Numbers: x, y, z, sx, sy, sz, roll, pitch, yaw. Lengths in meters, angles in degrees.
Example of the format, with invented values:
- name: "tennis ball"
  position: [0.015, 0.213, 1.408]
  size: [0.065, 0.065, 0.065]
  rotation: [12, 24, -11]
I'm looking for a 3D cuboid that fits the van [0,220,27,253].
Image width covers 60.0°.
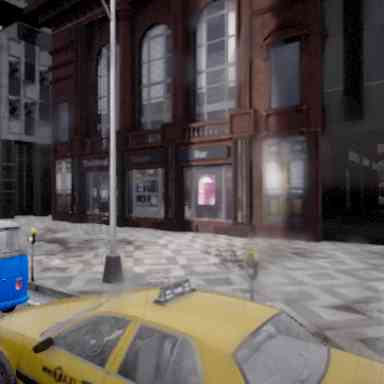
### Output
- name: "van"
  position: [-4.815, 1.372, 6.399]
  size: [3.998, 1.788, 1.690]
  rotation: [0, 0, 36]

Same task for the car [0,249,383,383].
- name: "car"
  position: [-0.366, 1.534, 3.223]
  size: [4.829, 1.417, 1.752]
  rotation: [0, 0, 36]
